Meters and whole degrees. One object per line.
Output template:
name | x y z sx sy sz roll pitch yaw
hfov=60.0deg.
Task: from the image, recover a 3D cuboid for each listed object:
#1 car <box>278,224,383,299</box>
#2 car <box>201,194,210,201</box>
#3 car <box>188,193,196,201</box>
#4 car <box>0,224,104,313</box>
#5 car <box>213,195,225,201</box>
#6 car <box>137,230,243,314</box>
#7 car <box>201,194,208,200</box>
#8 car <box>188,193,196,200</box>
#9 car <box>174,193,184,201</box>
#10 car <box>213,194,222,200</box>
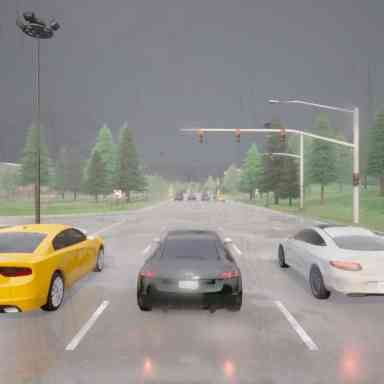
car | 3.519 1.526 8.305 1.812 1.442 4.674 0 0 1
car | 3.505 1.545 82.108 1.994 1.385 4.181 0 0 0
car | 0.005 1.347 82.078 2.097 1.767 4.553 0 0 0
car | -3.487 1.478 7.761 1.882 1.535 5.008 0 0 0
car | 7.005 1.469 81.691 1.882 1.535 5.008 0 0 0
car | 0.002 1.564 7.732 1.994 1.385 4.181 0 0 2
car | 3.506 1.332 92.111 1.837 1.490 4.892 0 0 0
car | 0.006 1.187 92.081 2.097 1.767 4.553 0 0 0
car | -3.495 1.587 82.138 1.895 1.301 4.718 0 0 0
car | 7.006 1.385 92.111 1.994 1.385 4.181 0 0 0
